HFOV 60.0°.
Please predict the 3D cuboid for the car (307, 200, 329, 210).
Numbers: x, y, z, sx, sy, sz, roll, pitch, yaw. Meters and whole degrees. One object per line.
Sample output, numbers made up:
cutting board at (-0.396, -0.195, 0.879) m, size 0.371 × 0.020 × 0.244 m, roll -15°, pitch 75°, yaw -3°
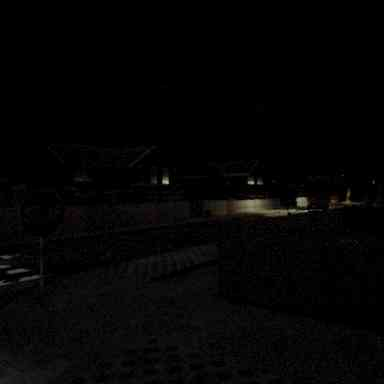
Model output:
car at (16.952, 1.715, 44.765) m, size 1.994 × 1.385 × 4.181 m, roll -1°, pitch -1°, yaw 36°
